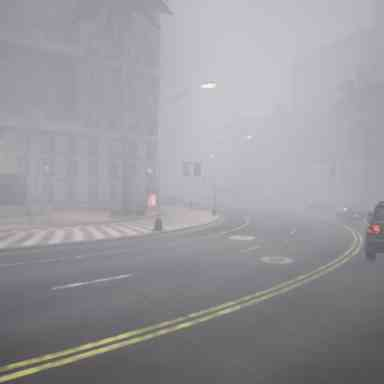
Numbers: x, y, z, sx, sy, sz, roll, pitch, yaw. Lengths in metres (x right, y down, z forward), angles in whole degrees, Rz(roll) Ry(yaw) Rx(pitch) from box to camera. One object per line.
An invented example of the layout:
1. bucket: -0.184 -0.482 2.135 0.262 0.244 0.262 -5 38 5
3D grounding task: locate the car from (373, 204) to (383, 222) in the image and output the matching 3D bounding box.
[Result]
1. car: 16.999 1.823 27.598 1.812 1.442 4.674 0 0 7

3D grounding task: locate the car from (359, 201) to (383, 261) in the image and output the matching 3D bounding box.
1. car: 7.812 1.359 12.298 2.150 2.045 5.566 0 0 33

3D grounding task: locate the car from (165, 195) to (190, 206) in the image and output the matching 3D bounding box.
1. car: -3.146 1.560 62.102 2.150 2.045 5.566 1 -1 -31

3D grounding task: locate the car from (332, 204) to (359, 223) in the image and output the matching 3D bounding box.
1. car: 13.486 1.870 27.563 1.895 1.301 4.718 0 0 8

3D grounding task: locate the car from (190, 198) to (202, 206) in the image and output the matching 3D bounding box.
1. car: -0.159 1.916 63.919 2.033 1.411 5.357 1 0 -31

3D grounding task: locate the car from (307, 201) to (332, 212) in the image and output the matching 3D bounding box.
1. car: 17.511 1.929 45.079 1.812 1.442 4.674 1 0 -12
